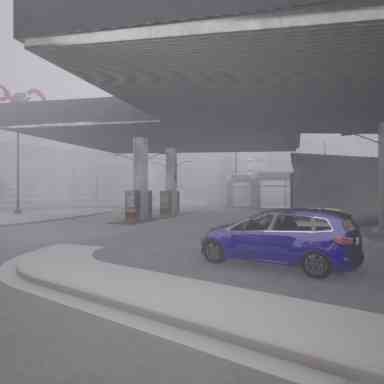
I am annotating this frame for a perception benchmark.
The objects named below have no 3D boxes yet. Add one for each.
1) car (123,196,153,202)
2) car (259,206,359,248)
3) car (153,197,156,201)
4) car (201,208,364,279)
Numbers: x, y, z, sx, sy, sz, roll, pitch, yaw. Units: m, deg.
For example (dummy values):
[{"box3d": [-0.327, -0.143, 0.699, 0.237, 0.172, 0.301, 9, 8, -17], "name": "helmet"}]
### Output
[{"box3d": [-11.480, 1.545, 68.626, 5.357, 1.411, 2.033, 0, 0, -30], "name": "car"}, {"box3d": [5.190, 1.456, 14.870, 3.806, 1.475, 1.970, 0, 0, 36], "name": "car"}, {"box3d": [-10.405, 1.505, 73.152, 4.892, 1.490, 1.837, 0, 0, -26], "name": "car"}, {"box3d": [2.450, 1.295, 9.763, 4.611, 1.667, 2.242, 0, 0, 36], "name": "car"}]
